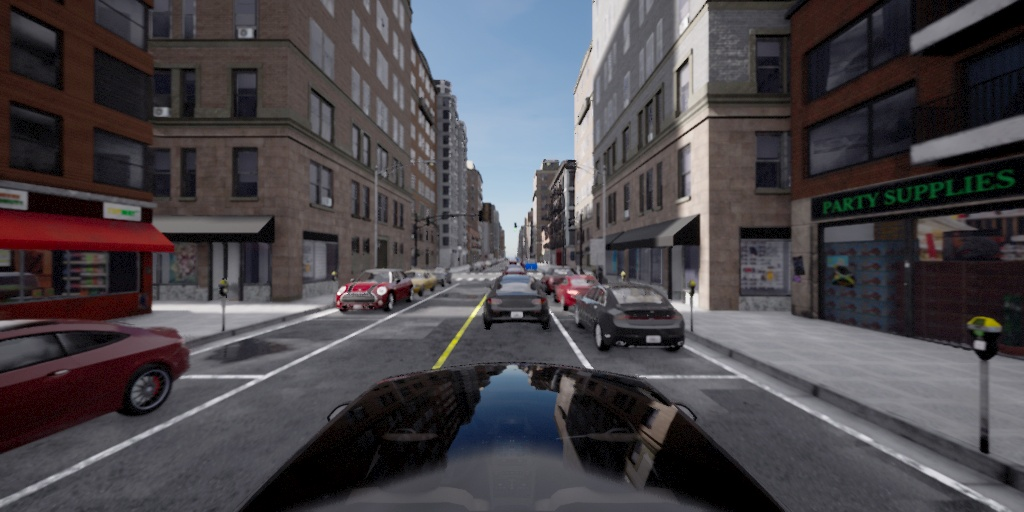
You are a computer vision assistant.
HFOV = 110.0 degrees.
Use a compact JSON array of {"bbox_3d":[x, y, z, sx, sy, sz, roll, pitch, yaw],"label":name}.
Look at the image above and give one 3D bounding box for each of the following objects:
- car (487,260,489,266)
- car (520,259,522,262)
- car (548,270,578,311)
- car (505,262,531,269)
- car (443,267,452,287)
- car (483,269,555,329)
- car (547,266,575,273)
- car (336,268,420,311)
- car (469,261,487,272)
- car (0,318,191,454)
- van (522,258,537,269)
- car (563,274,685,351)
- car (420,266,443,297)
[{"bbox_3d":[-5.219,1.562,58.229,1.888,1.381,4.507,0,0,0],"label":"car"},{"bbox_3d":[2.823,1.626,63.894,1.802,1.307,4.207,0,0,0],"label":"car"},{"bbox_3d":[2.672,1.393,14.413,1.802,1.307,4.207,0,0,0],"label":"car"},{"bbox_3d":[0.174,1.393,26.224,1.812,1.442,4.674,0,0,0],"label":"car"},{"bbox_3d":[-5.319,1.413,25.466,2.007,1.370,4.403,0,0,0],"label":"car"},{"bbox_3d":[0.129,1.321,11.365,1.812,1.442,4.674,0,0,0],"label":"car"},{"bbox_3d":[2.689,1.277,19.932,1.967,1.591,4.097,0,0,0],"label":"car"},{"bbox_3d":[-5.353,1.250,14.430,1.967,1.591,4.097,0,0,0],"label":"car"},{"bbox_3d":[-5.236,1.541,52.547,2.007,1.370,4.403,0,0,0],"label":"car"},{"bbox_3d":[-5.386,1.339,3.393,1.802,1.307,4.207,0,0,0],"label":"car"},{"bbox_3d":[2.789,1.331,52.532,1.690,1.789,3.998,0,0,0],"label":"van"},{"bbox_3d":[2.656,1.335,8.894,2.007,1.370,4.403,0,0,0],"label":"car"},{"bbox_3d":[-5.336,1.362,19.778,1.751,1.417,4.829,0,0,0],"label":"car"}]
